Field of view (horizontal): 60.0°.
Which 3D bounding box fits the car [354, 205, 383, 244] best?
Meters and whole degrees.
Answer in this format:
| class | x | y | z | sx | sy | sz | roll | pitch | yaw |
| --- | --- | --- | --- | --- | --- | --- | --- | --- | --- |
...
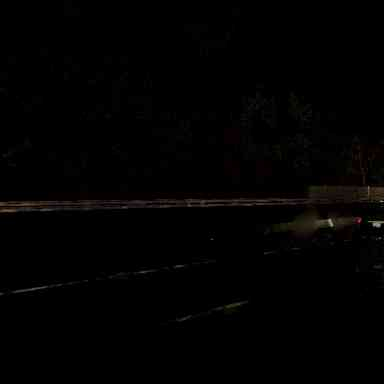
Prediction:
| class | x | y | z | sx | sy | sz | roll | pitch | yaw |
| --- | --- | --- | --- | --- | --- | --- | --- | --- | --- |
| car | 9.245 | 1.363 | 14.766 | 4.553 | 1.767 | 2.097 | 0 | 0 | -35 |
